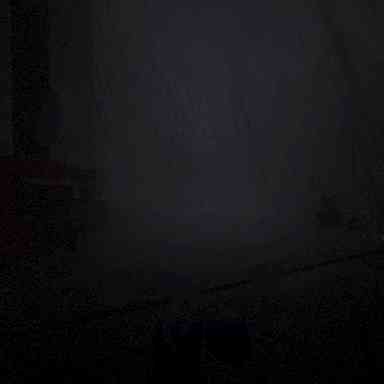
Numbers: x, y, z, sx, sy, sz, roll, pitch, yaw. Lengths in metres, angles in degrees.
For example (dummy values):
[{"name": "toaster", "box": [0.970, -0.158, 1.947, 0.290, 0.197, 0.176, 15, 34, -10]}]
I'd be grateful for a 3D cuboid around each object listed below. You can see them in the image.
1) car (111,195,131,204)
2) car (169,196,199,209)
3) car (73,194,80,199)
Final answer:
[{"name": "car", "box": [-12.141, 1.273, 56.439, 1.882, 1.535, 5.008, -1, 0, -35]}, {"name": "car", "box": [-1.079, 1.258, 40.734, 2.128, 1.511, 4.902, -1, 0, -35]}, {"name": "car", "box": [-31.096, 1.195, 89.976, 2.128, 1.511, 4.902, -1, 0, -35]}]
